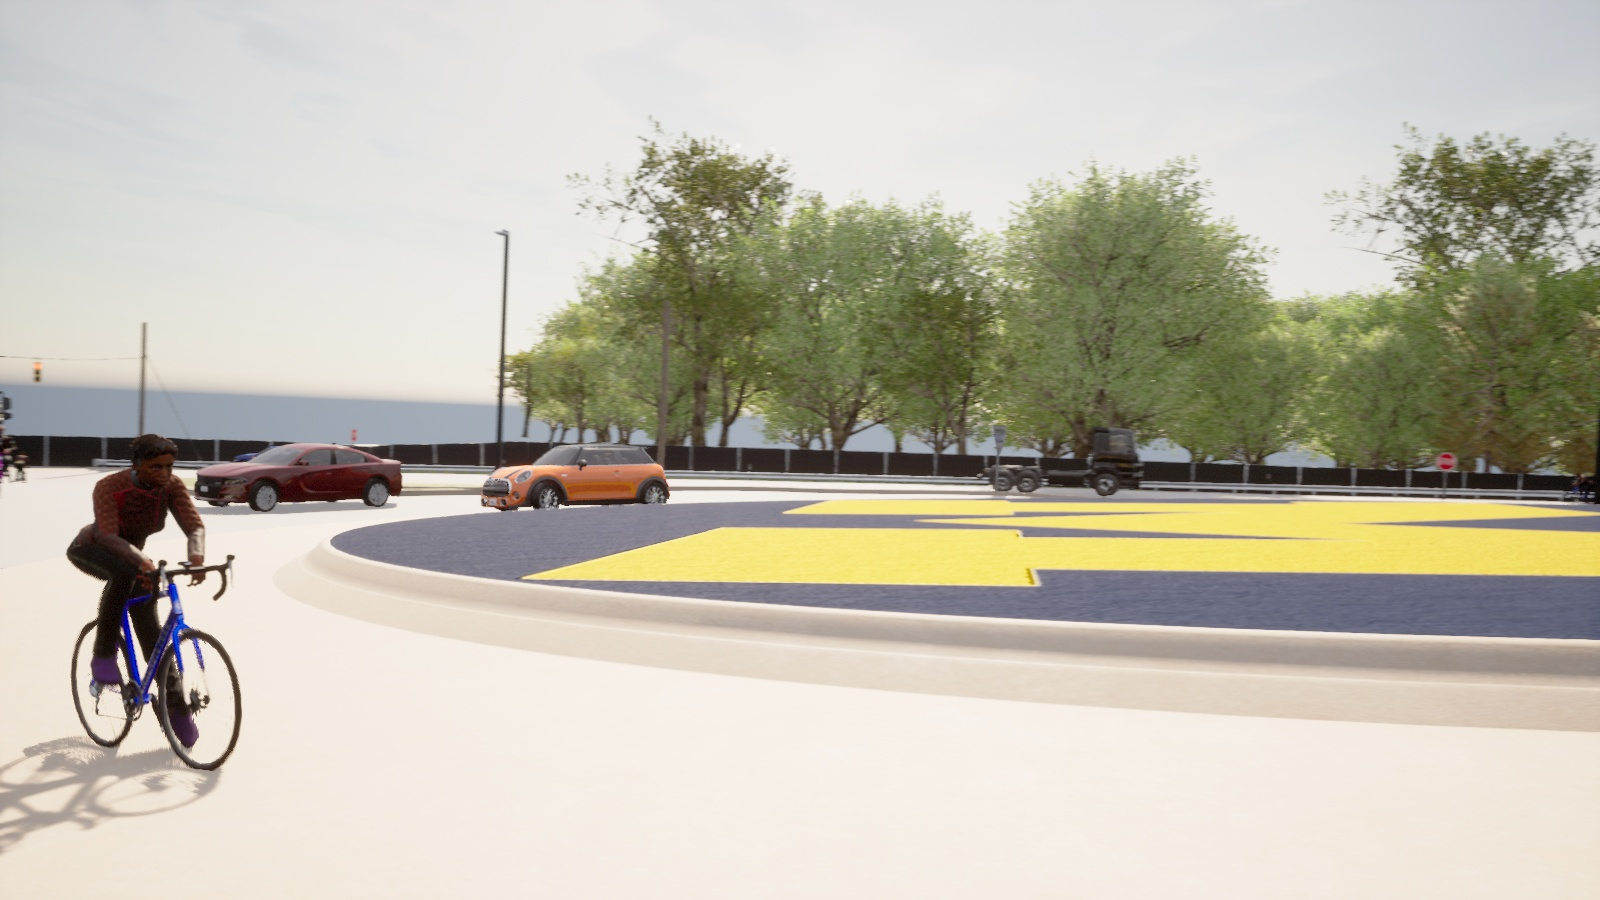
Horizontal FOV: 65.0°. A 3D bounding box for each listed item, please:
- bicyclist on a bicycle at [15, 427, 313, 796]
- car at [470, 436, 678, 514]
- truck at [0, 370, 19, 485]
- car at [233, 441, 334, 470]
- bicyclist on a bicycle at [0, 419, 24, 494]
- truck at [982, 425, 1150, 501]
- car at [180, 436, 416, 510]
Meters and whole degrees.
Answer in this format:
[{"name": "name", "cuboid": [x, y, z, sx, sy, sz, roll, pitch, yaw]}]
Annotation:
[{"name": "bicyclist on a bicycle", "cuboid": [-3.195, 0.722, 6.253, 1.656, 1.620, 0.582, -1, 1, 36]}, {"name": "car", "cuboid": [-5.455, 0.614, 30.677, 4.553, 1.767, 2.097, 1, -1, -42]}, {"name": "truck", "cuboid": [-27.649, -0.642, 39.747, 7.936, 3.462, 2.891, -1, -1, 42]}, {"name": "car", "cuboid": [-29.451, 0.296, 71.733, 5.008, 1.535, 1.882, 1, 1, -4]}, {"name": "bicyclist on a bicycle", "cuboid": [-19.247, 0.144, 30.456, 0.659, 1.776, 1.843, 1, 0, -32]}, {"name": "truck", "cuboid": [13.303, 0.590, 63.091, 7.936, 3.462, 2.891, 2, 1, 11]}, {"name": "car", "cuboid": [-11.818, 0.505, 29.912, 1.882, 1.535, 5.008, 4, 2, 33]}]
